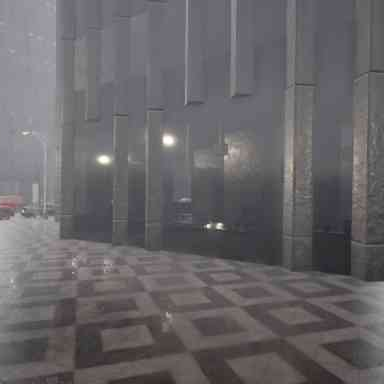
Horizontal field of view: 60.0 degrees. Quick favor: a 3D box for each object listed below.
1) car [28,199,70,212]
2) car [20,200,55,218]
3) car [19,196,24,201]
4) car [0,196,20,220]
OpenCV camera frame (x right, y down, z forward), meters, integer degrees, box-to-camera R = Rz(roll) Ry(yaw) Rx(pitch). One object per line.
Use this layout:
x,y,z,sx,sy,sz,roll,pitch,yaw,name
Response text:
-17.487,1.634,40.865,1.947,1.339,4.313,1,0,35,car
-13.820,1.742,31.318,1.947,1.339,4.313,1,0,35,car
-20.756,1.353,36.268,2.192,1.841,5.009,1,0,35,car
-17.090,1.463,26.719,2.192,1.841,5.009,1,0,35,car
